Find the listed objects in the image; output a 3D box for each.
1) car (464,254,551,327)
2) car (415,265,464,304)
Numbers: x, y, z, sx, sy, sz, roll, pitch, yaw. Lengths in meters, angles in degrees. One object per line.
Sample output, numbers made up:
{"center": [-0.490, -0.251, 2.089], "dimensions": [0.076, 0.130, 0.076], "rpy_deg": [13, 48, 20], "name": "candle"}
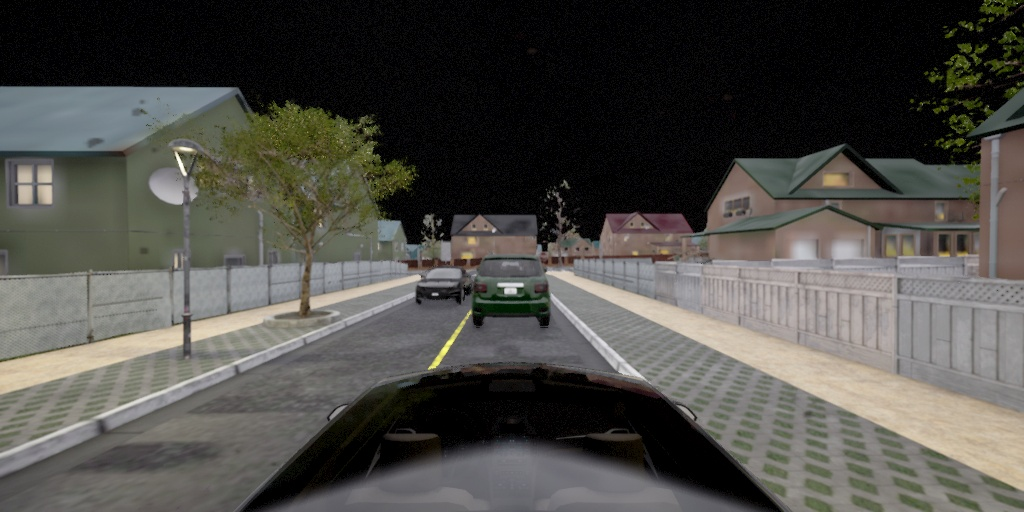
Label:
{"center": [-0.010, 0.951, 11.617], "dimensions": [2.150, 2.045, 5.566], "rpy_deg": [0, 0, 1], "name": "car"}
{"center": [-2.950, 1.198, 16.223], "dimensions": [1.882, 1.535, 5.008], "rpy_deg": [0, 0, 0], "name": "car"}
